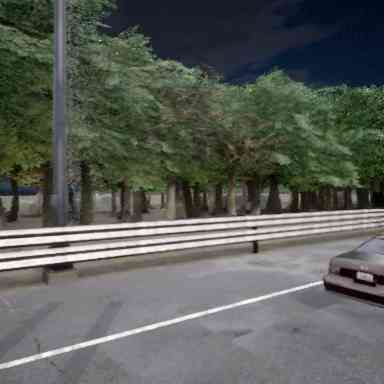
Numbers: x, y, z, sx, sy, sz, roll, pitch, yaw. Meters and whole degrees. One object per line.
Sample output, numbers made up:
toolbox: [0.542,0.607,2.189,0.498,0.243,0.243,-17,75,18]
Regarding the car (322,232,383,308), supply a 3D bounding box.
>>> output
car: [5.132,1.552,7.349,5.357,1.411,2.033,0,0,-35]
